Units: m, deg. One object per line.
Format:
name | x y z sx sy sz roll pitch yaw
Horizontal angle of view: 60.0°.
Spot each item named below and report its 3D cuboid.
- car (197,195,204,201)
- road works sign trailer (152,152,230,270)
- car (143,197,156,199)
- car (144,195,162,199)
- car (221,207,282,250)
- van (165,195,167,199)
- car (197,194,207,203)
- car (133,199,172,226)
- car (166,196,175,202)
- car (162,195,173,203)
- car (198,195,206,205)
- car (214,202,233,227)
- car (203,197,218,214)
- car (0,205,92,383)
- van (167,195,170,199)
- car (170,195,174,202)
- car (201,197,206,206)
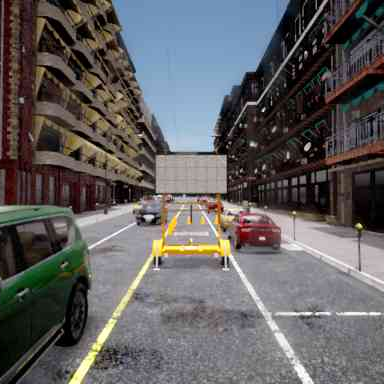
car | 2.363 1.736 91.770 1.967 1.590 4.097 1 0 0
road works sign trailer | -0.022 0.477 10.998 2.380 3.560 2.880 0 0 0
car | -5.369 1.593 36.336 1.752 1.417 4.829 2 0 0
car | -5.375 1.399 42.039 2.192 1.841 5.009 2 0 0
car | 2.557 1.563 14.337 1.887 1.381 4.507 1 0 0
van | -5.399 1.460 53.097 1.690 1.788 3.998 2 0 0
car | 2.389 1.553 80.707 2.192 1.841 5.009 1 0 0
car | -2.802 1.526 23.848 2.128 1.511 4.902 0 0 0
car | -5.475 1.832 86.281 1.947 1.339 4.313 1 0 0
car | -5.445 1.527 75.220 2.192 1.841 5.009 1 0 0
car | 2.465 1.684 58.583 1.887 1.381 4.507 1 0 0
car | 2.545 1.554 20.039 1.752 1.417 4.829 1 0 0
car | 2.510 1.613 36.460 1.887 1.381 4.507 1 0 0
car | -2.753 1.225 3.450 2.150 2.045 5.566 0 0 0
van | -5.411 1.481 58.629 1.690 1.788 3.998 1 0 0
car | -5.434 1.502 69.690 2.192 1.841 5.009 1 0 0
car | 2.499 1.634 41.991 2.008 1.369 4.403 1 0 0
